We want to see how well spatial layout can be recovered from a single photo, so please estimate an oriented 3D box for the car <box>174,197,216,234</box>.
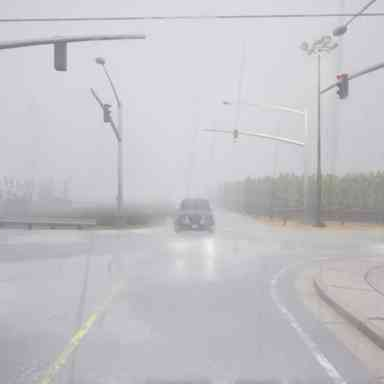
[{"bbox_3d":[0.201,1.372,20.072,2.150,2.045,5.566,0,1,1],"label":"car"}]
